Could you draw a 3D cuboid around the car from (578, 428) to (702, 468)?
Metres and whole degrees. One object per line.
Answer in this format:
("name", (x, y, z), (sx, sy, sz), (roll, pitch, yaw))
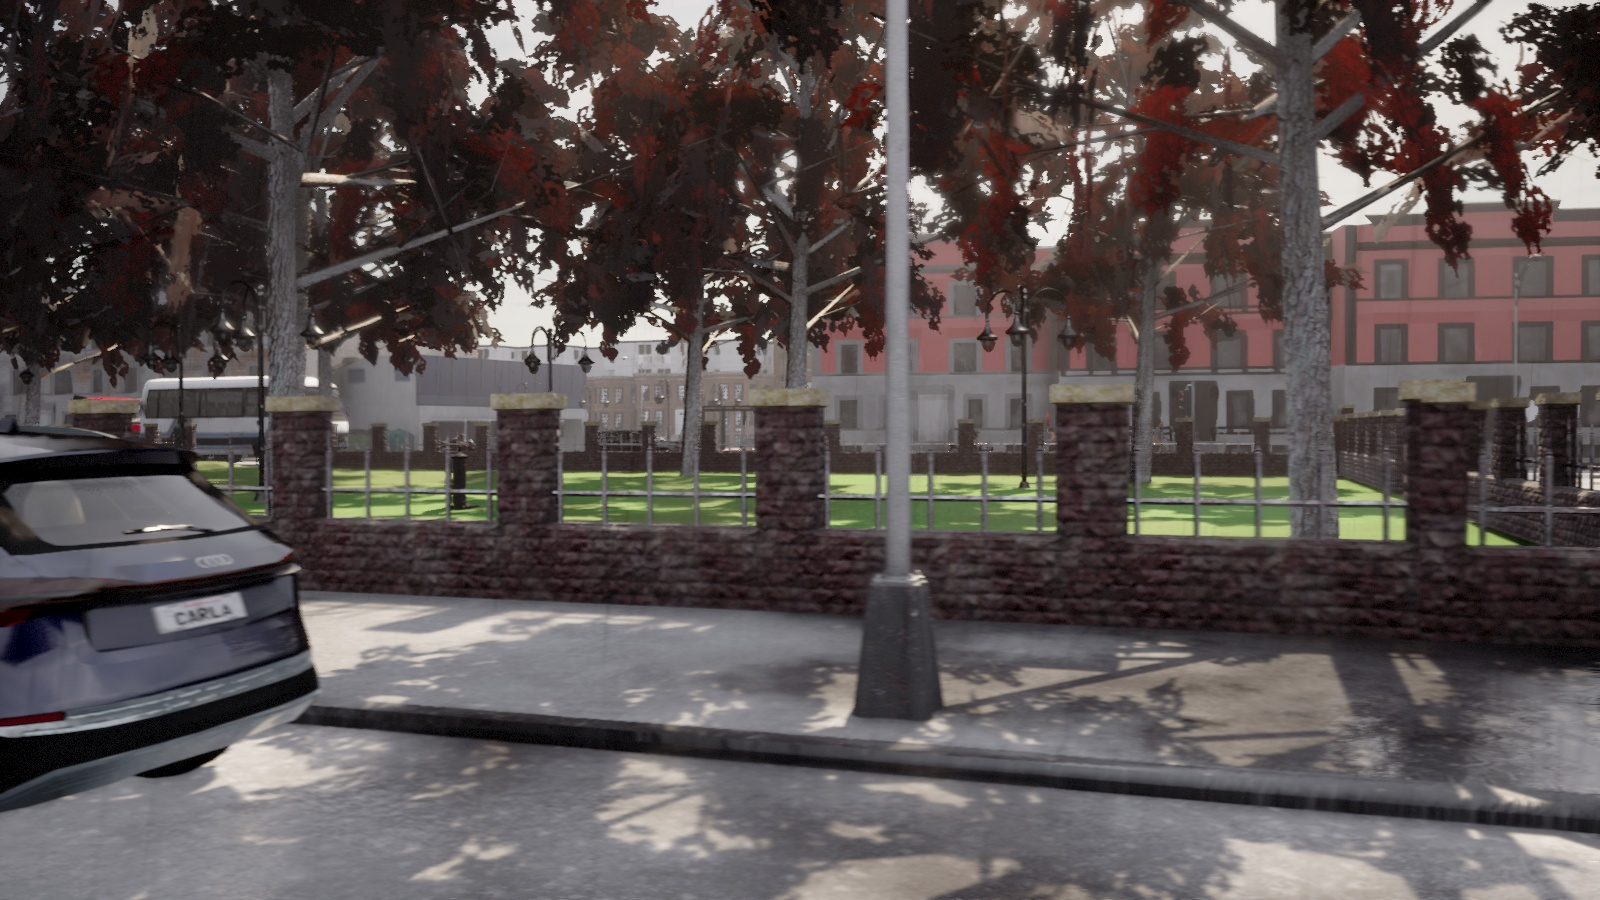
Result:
("car", (-6.842, -0.125, 53.809), (4.856, 1.649, 2.033), (1, 1, 19))

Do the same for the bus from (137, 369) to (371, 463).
("bus", (-26.207, -1.603, 60.301), (10.273, 4.253, 3.944), (0, 1, 19))

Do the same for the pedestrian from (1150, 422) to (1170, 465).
("pedestrian", (15.490, -0.279, 54.024), (0.694, 1.848, 0.540), (1, 1, 32))

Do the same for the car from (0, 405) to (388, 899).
("car", (-4.501, 0.655, 5.397), (4.856, 1.649, 2.033), (0, 1, 15))

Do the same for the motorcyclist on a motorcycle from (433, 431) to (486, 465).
("motorcyclist on a motorcycle", (-15.356, -0.096, 56.673), (2.191, 1.530, 0.866), (1, 1, 19))

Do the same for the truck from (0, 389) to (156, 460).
("truck", (-37.108, -1.307, 63.962), (7.936, 3.462, 2.891), (1, 1, 18))
